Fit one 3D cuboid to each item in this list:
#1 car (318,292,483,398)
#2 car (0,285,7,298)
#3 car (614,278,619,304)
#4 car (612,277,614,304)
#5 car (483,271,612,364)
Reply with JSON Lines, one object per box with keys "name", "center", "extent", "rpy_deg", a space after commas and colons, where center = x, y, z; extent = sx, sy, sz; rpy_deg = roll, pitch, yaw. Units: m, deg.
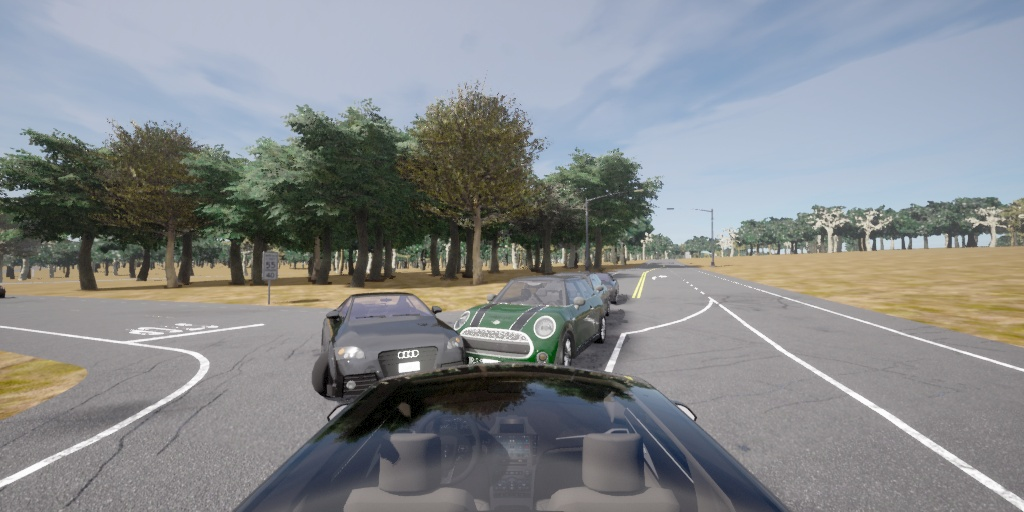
{"name": "car", "center": [-2.350, 1.375, 6.587], "extent": [1.994, 1.385, 4.181], "rpy_deg": [1, -2, -29]}
{"name": "car", "center": [-40.845, 2.559, 27.369], "extent": [4.181, 1.385, 1.994], "rpy_deg": [-2, -3, 22]}
{"name": "car", "center": [4.228, 1.508, 17.829], "extent": [1.994, 1.385, 4.181], "rpy_deg": [-1, 0, 19]}
{"name": "car", "center": [2.031, 1.343, 12.103], "extent": [2.097, 1.767, 4.553], "rpy_deg": [-1, -1, 21]}
{"name": "car", "center": [0.623, 1.217, 7.791], "extent": [2.097, 1.767, 4.553], "rpy_deg": [-1, -2, 26]}
